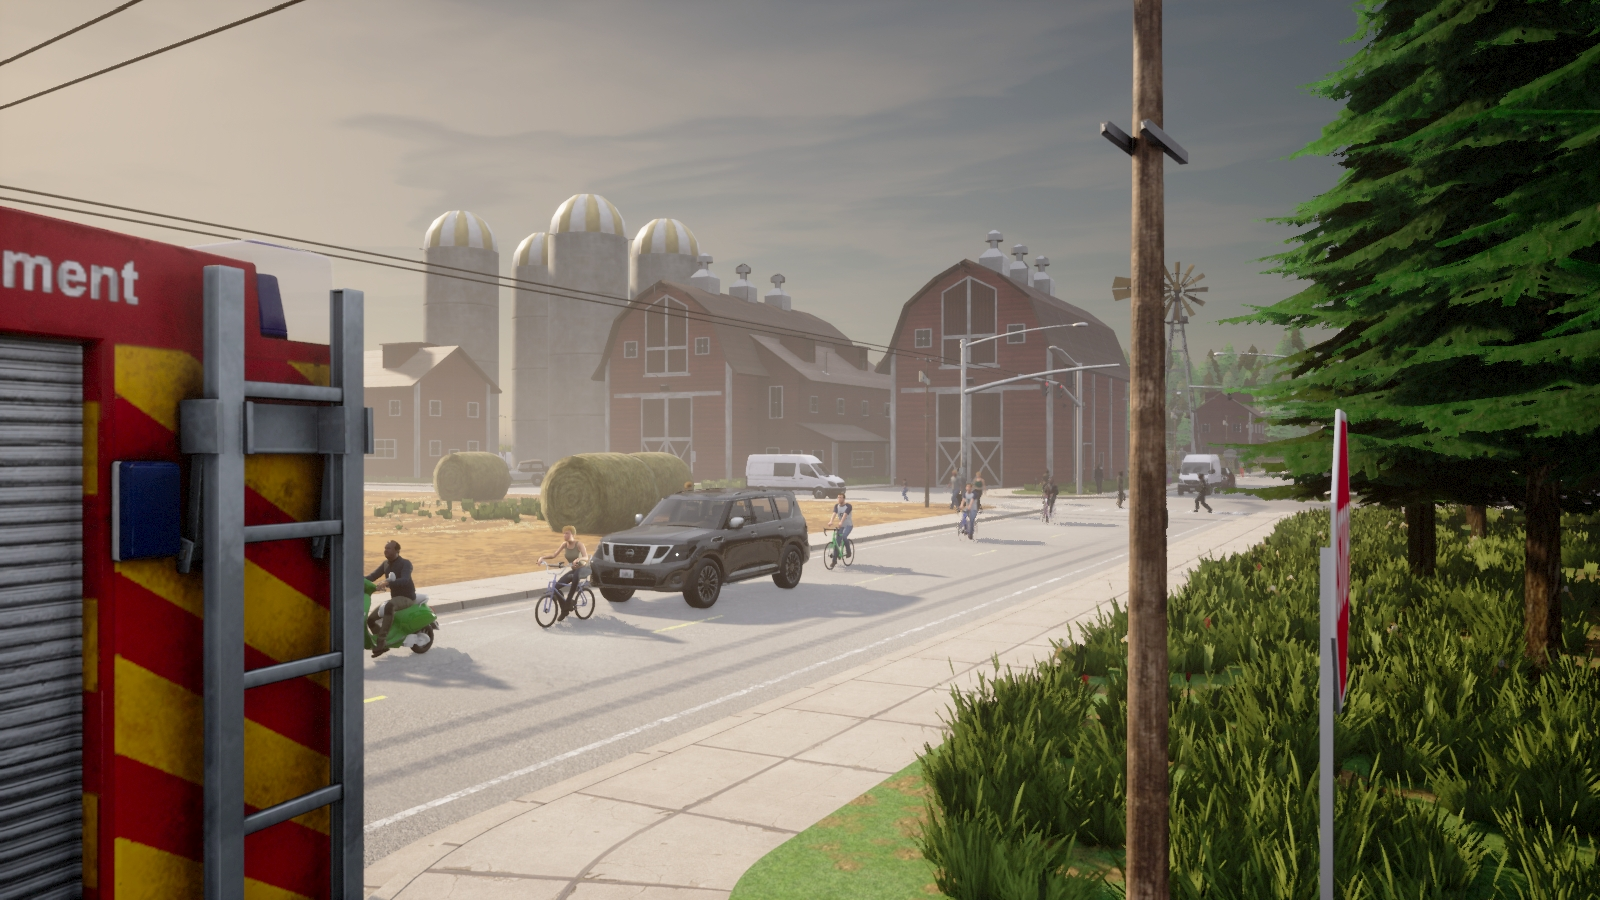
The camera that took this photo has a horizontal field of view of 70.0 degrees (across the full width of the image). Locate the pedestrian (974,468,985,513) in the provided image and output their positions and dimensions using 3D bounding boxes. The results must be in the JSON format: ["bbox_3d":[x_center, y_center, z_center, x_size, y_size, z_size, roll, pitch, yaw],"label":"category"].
[{"bbox_3d":[7.574,1.696,48.218,0.375,1.860,0.375,0,0,30],"label":"pedestrian"}]

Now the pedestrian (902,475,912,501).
[{"bbox_3d":[5.470,1.952,58.428,0.375,1.300,0.375,0,0,24],"label":"pedestrian"}]

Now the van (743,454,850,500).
[{"bbox_3d":[-0.212,1.505,65.703,5.915,2.561,1.988,0,0,27],"label":"van"}]

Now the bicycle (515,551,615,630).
[{"bbox_3d":[-3.813,2.256,18.636,0.859,1.080,1.487,0,0,28],"label":"bicycle"}]

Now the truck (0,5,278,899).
[{"bbox_3d":[-6.066,0.867,3.670,8.468,3.827,2.891,0,0,21],"label":"truck"}]

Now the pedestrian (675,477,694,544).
[{"bbox_3d":[-3.233,1.690,32.075,0.375,1.860,0.375,0,0,44],"label":"pedestrian"}]

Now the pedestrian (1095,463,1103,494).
[{"bbox_3d":[17.917,1.695,68.481,0.375,1.860,0.375,0,0,26],"label":"pedestrian"}]

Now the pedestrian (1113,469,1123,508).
[{"bbox_3d":[15.188,1.834,54.525,0.375,1.860,0.375,0,0,29],"label":"pedestrian"}]

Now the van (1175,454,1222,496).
[{"bbox_3d":[25.725,1.535,73.540,1.988,2.561,5.915,0,0,28],"label":"van"}]

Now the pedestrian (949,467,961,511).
[{"bbox_3d":[6.708,1.689,49.350,0.375,1.860,0.375,0,0,-44],"label":"pedestrian"}]

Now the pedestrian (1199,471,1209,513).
[{"bbox_3d":[17.935,1.849,50.760,0.375,1.860,0.375,0,0,28],"label":"pedestrian"}]

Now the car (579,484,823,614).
[{"bbox_3d":[-1.736,1.780,22.480,2.150,2.045,5.566,0,0,27],"label":"car"}]

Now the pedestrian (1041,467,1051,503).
[{"bbox_3d":[12.735,1.824,59.160,0.375,1.860,0.375,0,0,31],"label":"pedestrian"}]

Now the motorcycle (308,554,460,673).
[{"bbox_3d":[-5.554,2.142,15.368,0.856,1.316,1.805,0,0,28],"label":"motorcycle"}]
